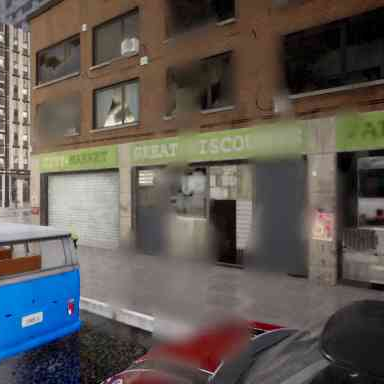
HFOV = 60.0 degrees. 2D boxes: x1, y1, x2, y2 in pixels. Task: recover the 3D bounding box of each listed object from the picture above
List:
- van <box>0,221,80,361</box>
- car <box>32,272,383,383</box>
[{"bbox_3d":[-3.485,1.343,5.197,3.998,1.788,1.690,0,0,35],"label":"van"},{"bbox_3d":[1.155,1.440,1.903,4.097,1.590,1.967,0,0,35],"label":"car"}]
